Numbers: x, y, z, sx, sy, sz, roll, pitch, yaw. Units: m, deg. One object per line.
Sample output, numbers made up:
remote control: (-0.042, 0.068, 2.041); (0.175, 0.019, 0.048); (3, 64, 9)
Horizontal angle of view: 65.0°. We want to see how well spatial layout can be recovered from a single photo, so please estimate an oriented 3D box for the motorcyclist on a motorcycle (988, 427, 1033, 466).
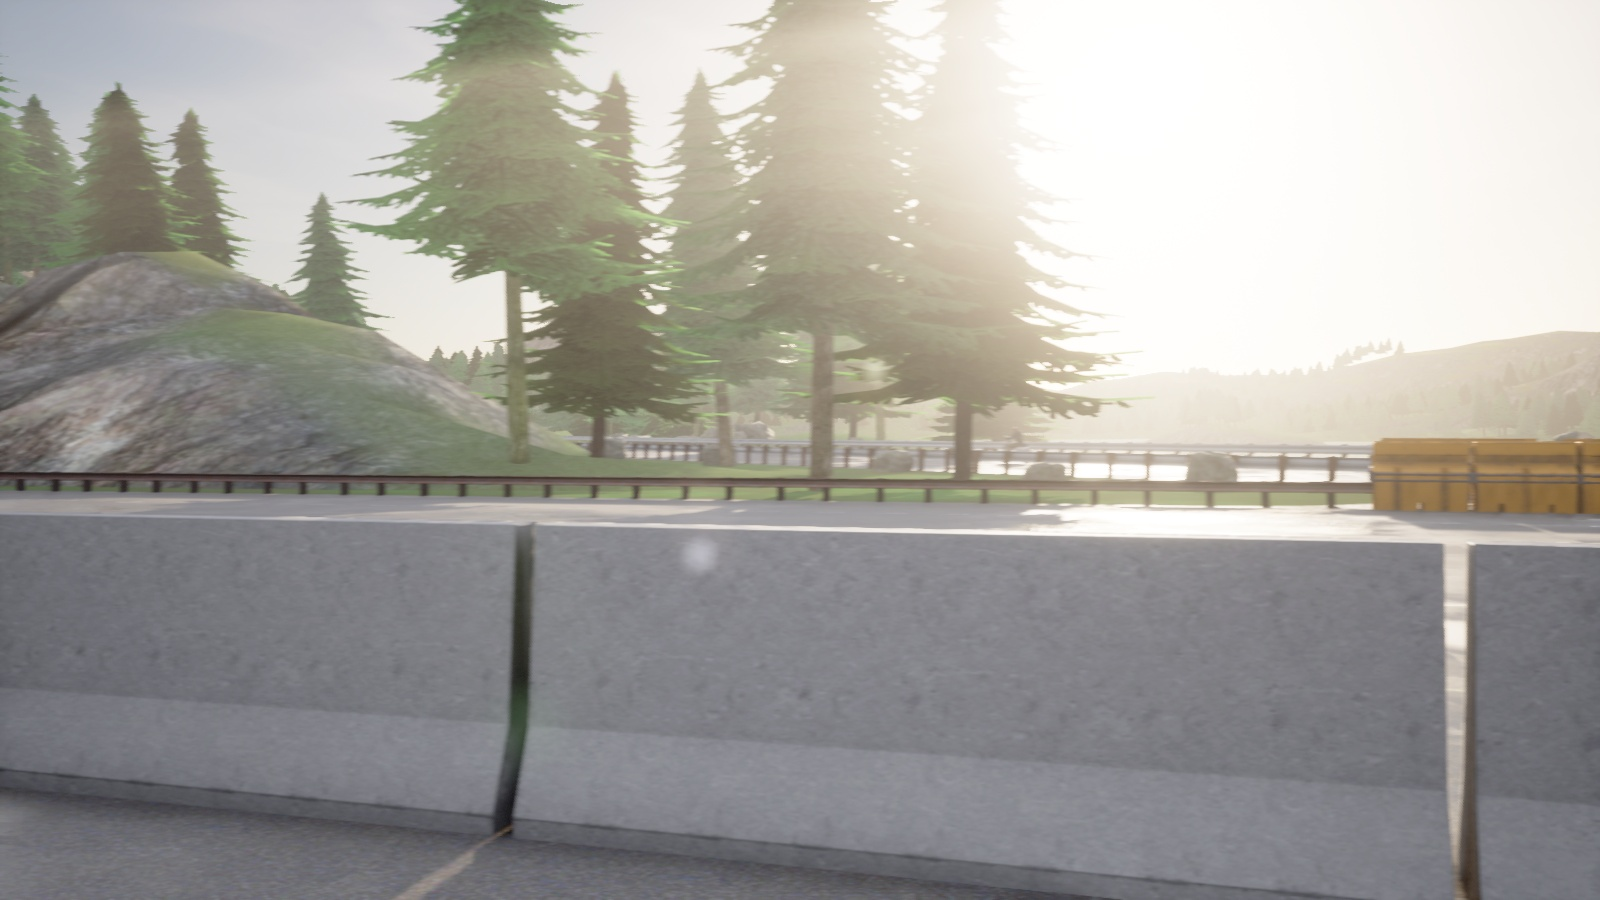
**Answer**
motorcyclist on a motorcycle: (8.885, -0.155, 53.107); (0.866, 1.590, 1.817); (0, 1, -35)
